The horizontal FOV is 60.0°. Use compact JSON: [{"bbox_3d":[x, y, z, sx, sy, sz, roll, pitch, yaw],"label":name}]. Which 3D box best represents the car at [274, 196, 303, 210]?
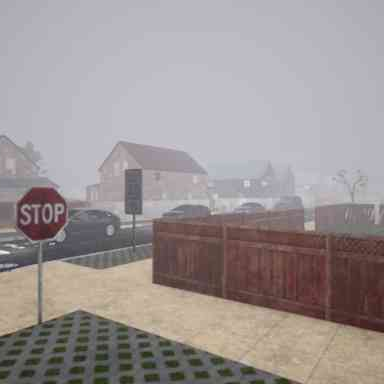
[{"bbox_3d":[12.155,1.481,41.644,2.150,2.045,5.566,0,0,35],"label":"car"}]

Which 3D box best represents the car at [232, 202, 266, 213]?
[{"bbox_3d":[5.697,1.712,32.629,1.812,1.442,4.674,0,0,36],"label":"car"}]

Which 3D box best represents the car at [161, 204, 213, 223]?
[{"bbox_3d":[-0.289,1.626,24.213,1.837,1.490,4.892,0,0,36],"label":"car"}]

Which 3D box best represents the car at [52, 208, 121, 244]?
[{"bbox_3d":[-5.743,1.570,16.545,1.837,1.490,4.892,0,0,35],"label":"car"}]
